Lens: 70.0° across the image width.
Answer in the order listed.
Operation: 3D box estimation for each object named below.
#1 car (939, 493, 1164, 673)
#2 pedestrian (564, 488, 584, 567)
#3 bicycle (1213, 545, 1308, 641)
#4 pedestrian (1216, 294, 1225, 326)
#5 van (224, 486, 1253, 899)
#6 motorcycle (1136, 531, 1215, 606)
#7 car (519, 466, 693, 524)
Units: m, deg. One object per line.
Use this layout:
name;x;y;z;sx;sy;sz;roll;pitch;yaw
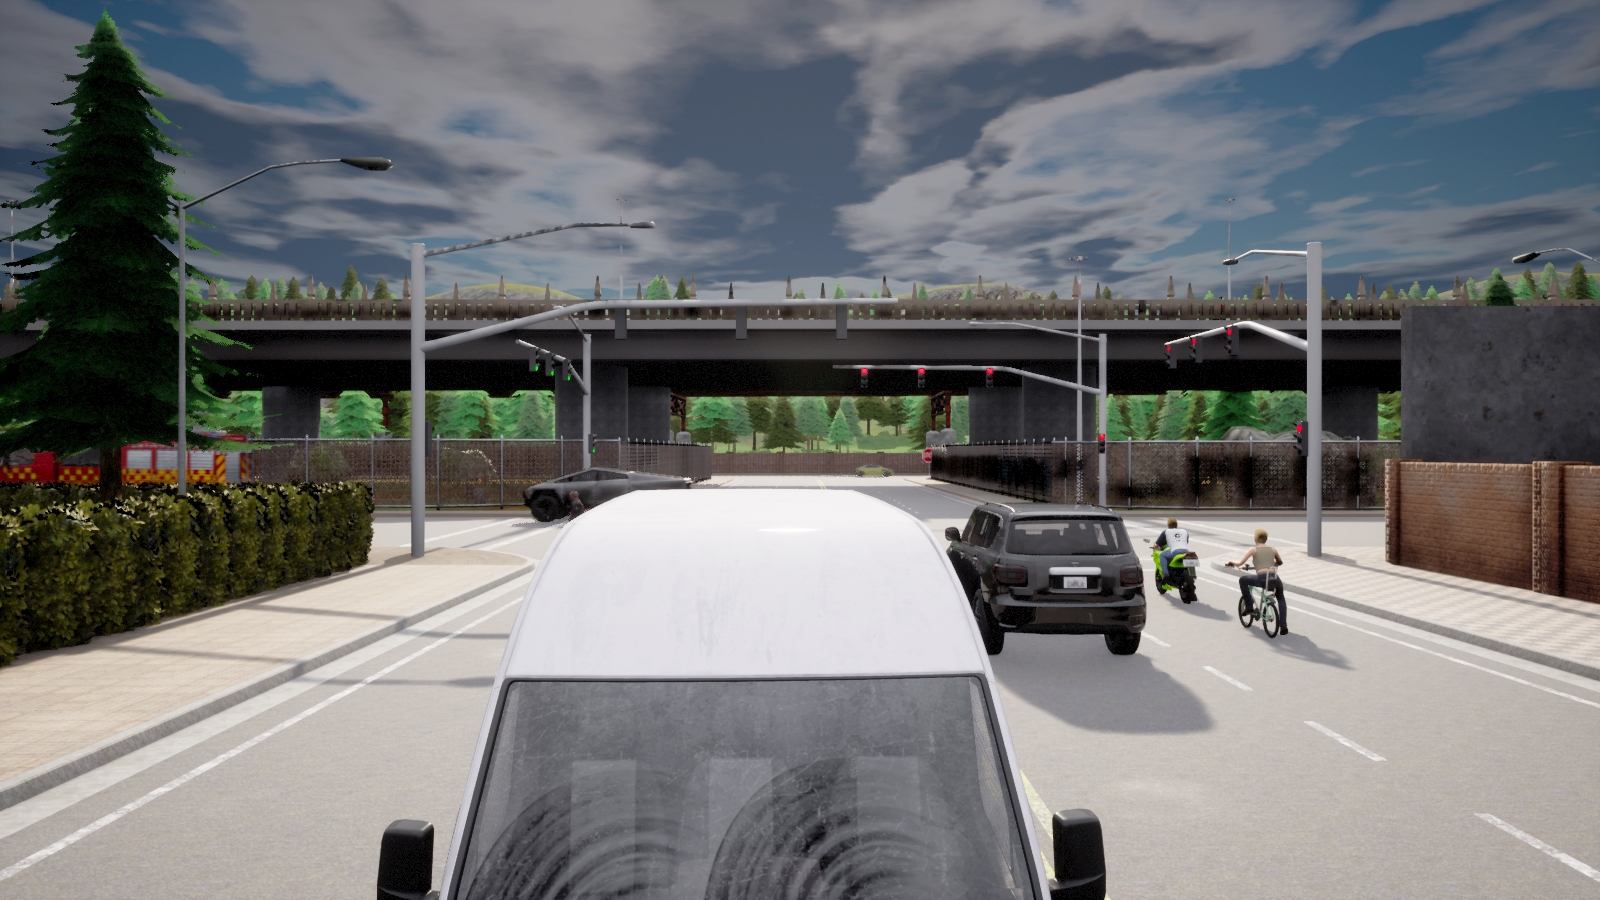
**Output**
car;3.496;1.780;17.139;2.150;2.045;5.566;0;0;0
pedestrian;-5.415;1.848;27.369;0.375;1.860;0.375;0;0;3
bicycle;7.010;2.159;17.481;0.859;1.276;1.487;0;0;0
pedestrian;24.938;-8.300;67.715;0.375;1.860;0.375;0;0;0
van;-0.245;1.535;5.164;1.988;2.561;5.915;0;0;-3
motorcycle;6.995;2.187;21.401;0.803;1.199;2.033;0;0;0
car;-7.399;1.718;44.032;6.274;2.098;2.390;0;0;0
